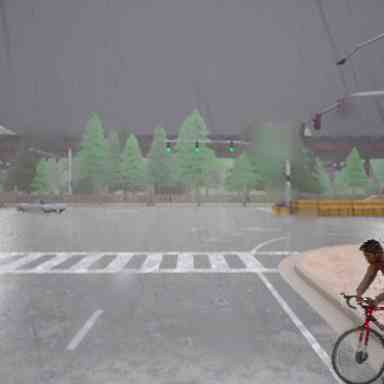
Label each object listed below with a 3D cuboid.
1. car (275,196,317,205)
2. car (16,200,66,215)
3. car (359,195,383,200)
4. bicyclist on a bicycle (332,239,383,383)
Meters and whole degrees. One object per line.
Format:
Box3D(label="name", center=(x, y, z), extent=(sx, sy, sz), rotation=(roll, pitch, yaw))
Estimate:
Box3D(label="car", center=(12.460, 1.205, 39.789), extent=(4.892, 1.490, 1.837), rotation=(0, 0, -1))
Box3D(label="car", center=(-14.051, 1.370, 30.842), extent=(4.718, 1.301, 1.895), rotation=(0, 0, 27))
Box3D(label="car", center=(21.862, 1.176, 40.002), extent=(5.008, 1.535, 1.882), rotation=(0, 0, -1))
Box3D(label="bicyclist on a bicycle", center=(2.315, 1.336, 3.824), extent=(1.656, 1.620, 0.582), rotation=(-9, 1, -6))
